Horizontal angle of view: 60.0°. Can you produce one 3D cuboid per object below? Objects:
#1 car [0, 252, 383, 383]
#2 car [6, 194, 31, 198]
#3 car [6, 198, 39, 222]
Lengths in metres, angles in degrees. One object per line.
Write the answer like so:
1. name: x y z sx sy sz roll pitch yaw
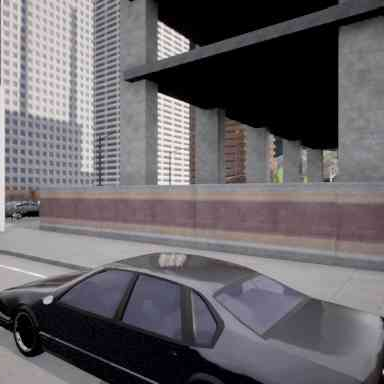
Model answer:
1. car: -0.417 1.547 4.288 5.357 1.411 2.033 0 0 35
2. car: -19.885 1.221 35.634 2.150 2.045 5.566 0 0 36
3. car: -13.132 1.491 26.687 2.128 1.511 4.902 0 0 35
